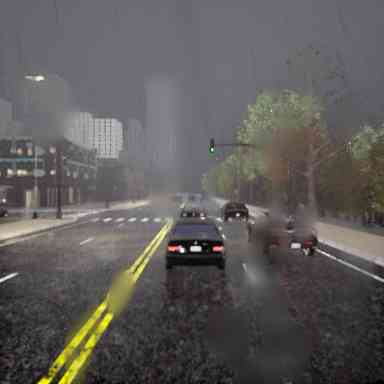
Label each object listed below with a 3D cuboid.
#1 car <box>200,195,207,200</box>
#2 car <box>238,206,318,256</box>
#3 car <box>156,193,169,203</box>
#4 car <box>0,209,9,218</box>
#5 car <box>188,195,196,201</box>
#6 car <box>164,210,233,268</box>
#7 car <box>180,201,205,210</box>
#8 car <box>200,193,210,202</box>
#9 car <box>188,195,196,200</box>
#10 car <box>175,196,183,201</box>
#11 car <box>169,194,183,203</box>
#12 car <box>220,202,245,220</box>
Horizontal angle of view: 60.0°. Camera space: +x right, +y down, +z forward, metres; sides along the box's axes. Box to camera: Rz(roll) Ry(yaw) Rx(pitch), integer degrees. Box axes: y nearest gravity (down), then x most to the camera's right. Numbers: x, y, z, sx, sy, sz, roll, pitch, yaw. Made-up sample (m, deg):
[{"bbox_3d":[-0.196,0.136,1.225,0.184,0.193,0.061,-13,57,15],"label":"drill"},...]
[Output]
[{"bbox_3d":[3.237,1.480,92.746,1.812,1.442,4.674,0,0,0],"label":"car"},{"bbox_3d":[3.348,1.512,13.125,2.128,1.511,4.902,0,0,0],"label":"car"},{"bbox_3d":[-6.509,1.575,70.316,1.882,1.535,5.008,0,0,0],"label":"car"},{"bbox_3d":[-19.959,1.865,31.889,4.313,1.339,1.947,-1,1,0],"label":"car"},{"bbox_3d":[-0.013,1.581,82.325,1.882,1.535,5.008,0,0,0],"label":"car"},{"bbox_3d":[0.098,1.564,11.328,2.033,1.411,5.357,0,0,0],"label":"car"},{"bbox_3d":[0.098,1.639,25.506,1.895,1.301,4.718,0,0,0],"label":"car"},{"bbox_3d":[3.237,1.329,82.358,2.150,2.045,5.566,0,0,0],"label":"car"},{"bbox_3d":[-0.013,1.509,92.745,1.994,1.385,4.181,0,0,0],"label":"car"},{"bbox_3d":[-3.260,1.656,85.920,1.994,1.385,4.181,0,0,0],"label":"car"},{"bbox_3d":[-3.258,1.575,70.317,1.882,1.535,5.008,0,0,0],"label":"car"},{"bbox_3d":[3.348,1.518,26.696,1.882,1.535,5.008,0,0,0],"label":"car"}]
